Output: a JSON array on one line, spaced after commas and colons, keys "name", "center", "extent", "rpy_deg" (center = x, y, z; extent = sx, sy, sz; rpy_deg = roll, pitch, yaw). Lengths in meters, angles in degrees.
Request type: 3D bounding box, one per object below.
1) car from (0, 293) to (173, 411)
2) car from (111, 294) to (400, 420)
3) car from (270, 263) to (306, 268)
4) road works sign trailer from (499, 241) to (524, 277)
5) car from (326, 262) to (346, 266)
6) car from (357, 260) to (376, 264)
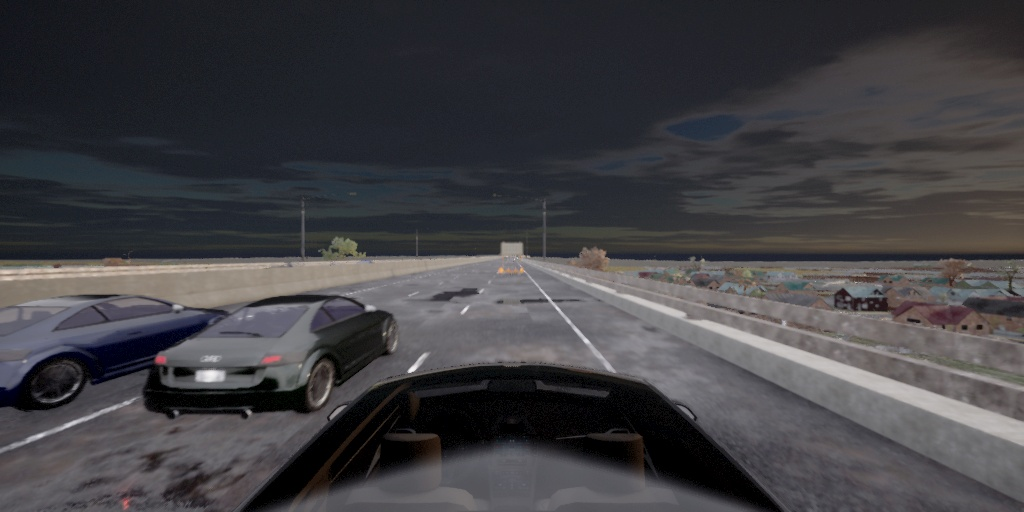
[{"name": "car", "center": [-6.900, 1.322, 6.117], "extent": [1.994, 1.385, 4.181], "rpy_deg": [0, 0, 0]}, {"name": "car", "center": [-3.400, 1.322, 6.047], "extent": [1.994, 1.385, 4.181], "rpy_deg": [0, 0, 0]}, {"name": "car", "center": [-24.576, 1.410, 39.781], "extent": [1.895, 1.301, 4.718], "rpy_deg": [0, 0, 0]}, {"name": "road works sign trailer", "center": [-0.009, 0.271, 36.680], "extent": [2.380, 3.560, 2.880], "rpy_deg": [0, 0, 0]}, {"name": "car", "center": [-21.063, 1.414, 42.691], "extent": [1.895, 1.301, 4.718], "rpy_deg": [0, 0, 1]}, {"name": "car", "center": [-17.563, 1.291, 43.069], "extent": [1.882, 1.535, 5.008], "rpy_deg": [0, 0, 0]}]
